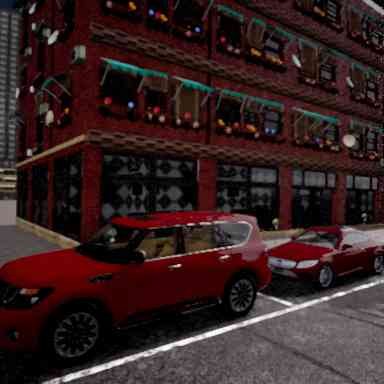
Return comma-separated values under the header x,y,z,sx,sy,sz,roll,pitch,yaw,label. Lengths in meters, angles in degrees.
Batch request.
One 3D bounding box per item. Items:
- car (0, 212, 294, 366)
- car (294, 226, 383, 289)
x,y,z,sx,sy,sz,roll,pitch,yaw,label
-0.725,1.334,6.022,5.009,1.841,2.192,0,1,-35,car
3.811,1.637,9.254,4.206,1.307,1.802,0,1,-35,car
